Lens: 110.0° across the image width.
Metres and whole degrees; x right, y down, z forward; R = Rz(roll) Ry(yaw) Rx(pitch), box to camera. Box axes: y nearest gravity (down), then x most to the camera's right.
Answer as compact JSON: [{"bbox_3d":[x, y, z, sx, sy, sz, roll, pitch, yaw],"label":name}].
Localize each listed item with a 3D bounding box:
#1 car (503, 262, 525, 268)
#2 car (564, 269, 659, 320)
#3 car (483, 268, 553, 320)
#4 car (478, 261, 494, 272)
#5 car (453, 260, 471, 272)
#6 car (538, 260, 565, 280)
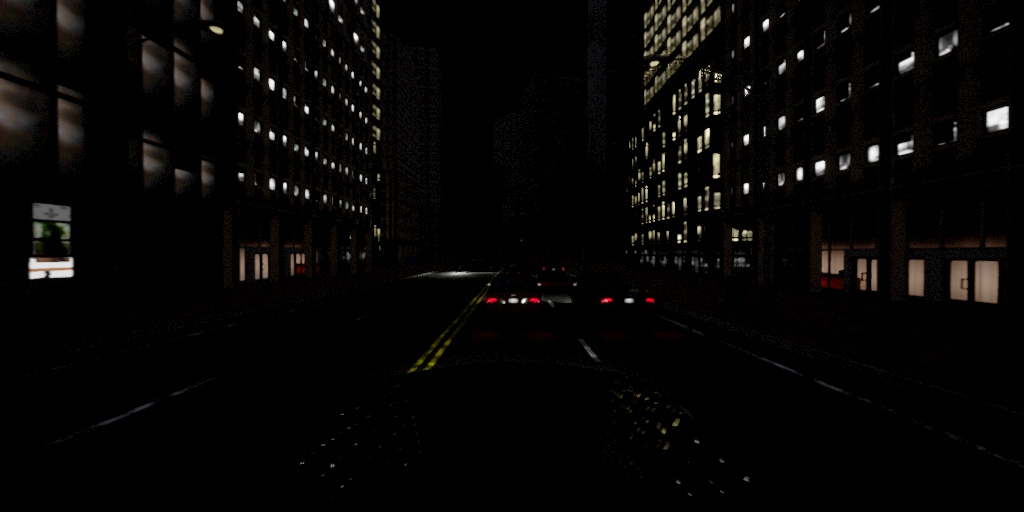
[{"bbox_3d":[0.138,1.284,32.285,1.812,1.442,4.674,0,0,0],"label":"car"},{"bbox_3d":[3.316,1.304,12.580,2.033,1.411,5.357,0,0,1],"label":"car"},{"bbox_3d":[0.067,1.303,12.586,2.033,1.411,5.357,0,0,1],"label":"car"},{"bbox_3d":[-3.254,1.298,46.233,2.033,1.411,5.357,0,0,0],"label":"car"},{"bbox_3d":[-6.496,1.242,47.291,2.128,1.511,4.902,0,0,0],"label":"car"},{"bbox_3d":[3.379,1.110,30.953,2.097,1.767,4.553,0,0,0],"label":"car"}]
